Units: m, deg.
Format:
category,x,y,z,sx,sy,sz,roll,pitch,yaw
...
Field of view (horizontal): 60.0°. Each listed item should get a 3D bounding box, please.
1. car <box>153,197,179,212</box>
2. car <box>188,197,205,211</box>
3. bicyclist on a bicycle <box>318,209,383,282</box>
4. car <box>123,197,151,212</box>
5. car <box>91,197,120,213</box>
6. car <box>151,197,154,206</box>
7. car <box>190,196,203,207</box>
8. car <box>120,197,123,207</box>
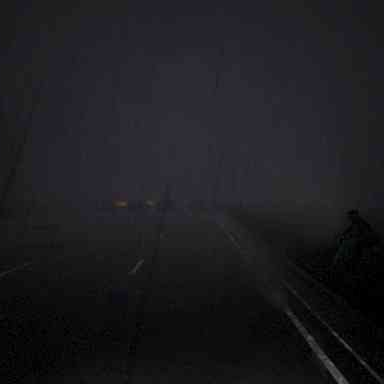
category,x,y,z,sx,sy,sz,roll,pitch,yaw
car,-2.946,1.477,38.665,1.882,1.535,5.008,0,0,1
car,0.578,1.491,40.680,2.128,1.511,4.902,0,0,1
bicyclist on a bicycle,3.750,1.240,7.597,1.656,1.620,0.582,6,0,2
car,-6.438,1.477,39.305,1.882,1.535,5.008,0,0,1
car,-9.956,1.564,37.821,1.994,1.385,4.181,0,0,1
car,-6.310,1.477,49.953,1.882,1.535,5.008,0,0,1
car,0.712,1.477,51.739,1.882,1.535,5.008,0,0,1
car,-9.839,1.477,47.731,1.882,1.535,5.008,0,0,1
